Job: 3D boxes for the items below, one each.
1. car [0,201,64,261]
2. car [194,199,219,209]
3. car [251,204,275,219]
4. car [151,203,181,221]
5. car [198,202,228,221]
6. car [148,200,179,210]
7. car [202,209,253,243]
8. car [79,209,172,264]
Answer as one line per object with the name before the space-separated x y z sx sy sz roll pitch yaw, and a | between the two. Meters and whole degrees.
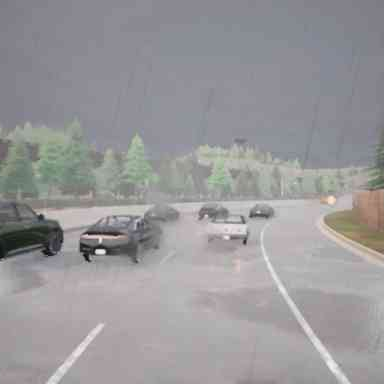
car | -6.177 1.271 10.352 2.150 2.045 5.566 0 0 6
car | 2.467 1.986 54.988 1.837 1.490 4.892 0 0 33
car | 7.112 1.893 33.532 1.994 1.385 4.181 0 -1 23
car | -2.399 1.785 27.805 1.994 1.385 4.181 0 -1 17
car | 2.004 1.772 30.032 1.837 1.490 4.892 0 -1 19
car | -4.197 1.951 50.743 2.033 1.411 5.357 0 -1 29
car | 1.964 1.758 17.009 1.895 1.301 4.718 0 0 11
car | -2.371 1.581 12.242 2.128 1.511 4.902 0 0 8
